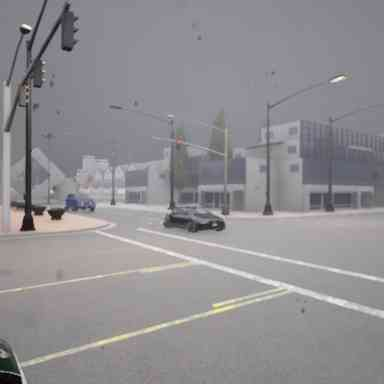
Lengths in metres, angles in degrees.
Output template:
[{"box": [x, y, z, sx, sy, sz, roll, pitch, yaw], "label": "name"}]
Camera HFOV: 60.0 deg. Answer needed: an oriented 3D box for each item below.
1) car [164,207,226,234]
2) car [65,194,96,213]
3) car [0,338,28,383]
[{"box": [0.069, 1.567, 19.427, 1.994, 1.385, 4.181, 0, 0, -35], "label": "car"}, {"box": [-12.761, 1.194, 37.698, 2.150, 2.045, 5.566, 0, 0, -35], "label": "car"}, {"box": [-3.188, 1.359, 1.501, 4.553, 1.767, 2.097, 0, 0, -35], "label": "car"}]
